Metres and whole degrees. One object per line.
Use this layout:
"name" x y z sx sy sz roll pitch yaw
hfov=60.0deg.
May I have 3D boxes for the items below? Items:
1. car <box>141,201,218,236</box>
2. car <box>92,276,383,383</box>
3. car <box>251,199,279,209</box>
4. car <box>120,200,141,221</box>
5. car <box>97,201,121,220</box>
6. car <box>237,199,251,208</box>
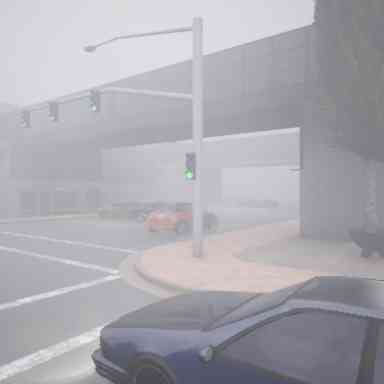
"car" -0.395 1.372 19.009 2.097 1.767 4.553 0 0 36
"car" 1.492 1.548 2.913 5.357 1.411 2.033 0 0 35
"car" 10.411 1.597 46.031 1.994 1.385 4.181 0 0 36
"car" -3.166 1.511 27.307 1.882 1.535 5.008 0 0 36
"car" -6.003 1.517 29.357 1.882 1.535 5.008 0 0 36
"car" 8.473 1.640 49.310 1.895 1.301 4.718 0 0 36
